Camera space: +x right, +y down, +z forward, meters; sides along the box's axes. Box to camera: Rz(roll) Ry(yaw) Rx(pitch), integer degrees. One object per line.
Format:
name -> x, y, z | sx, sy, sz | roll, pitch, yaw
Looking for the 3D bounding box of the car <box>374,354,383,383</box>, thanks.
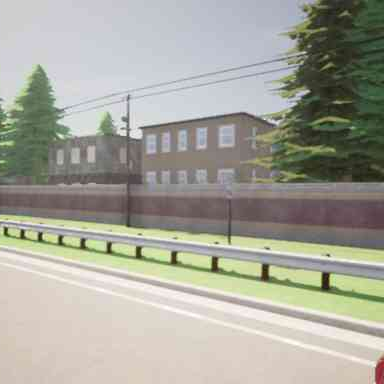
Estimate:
car -> 3.451, 1.540, 1.511 | 4.674, 1.442, 1.812 | 0, 0, 35
